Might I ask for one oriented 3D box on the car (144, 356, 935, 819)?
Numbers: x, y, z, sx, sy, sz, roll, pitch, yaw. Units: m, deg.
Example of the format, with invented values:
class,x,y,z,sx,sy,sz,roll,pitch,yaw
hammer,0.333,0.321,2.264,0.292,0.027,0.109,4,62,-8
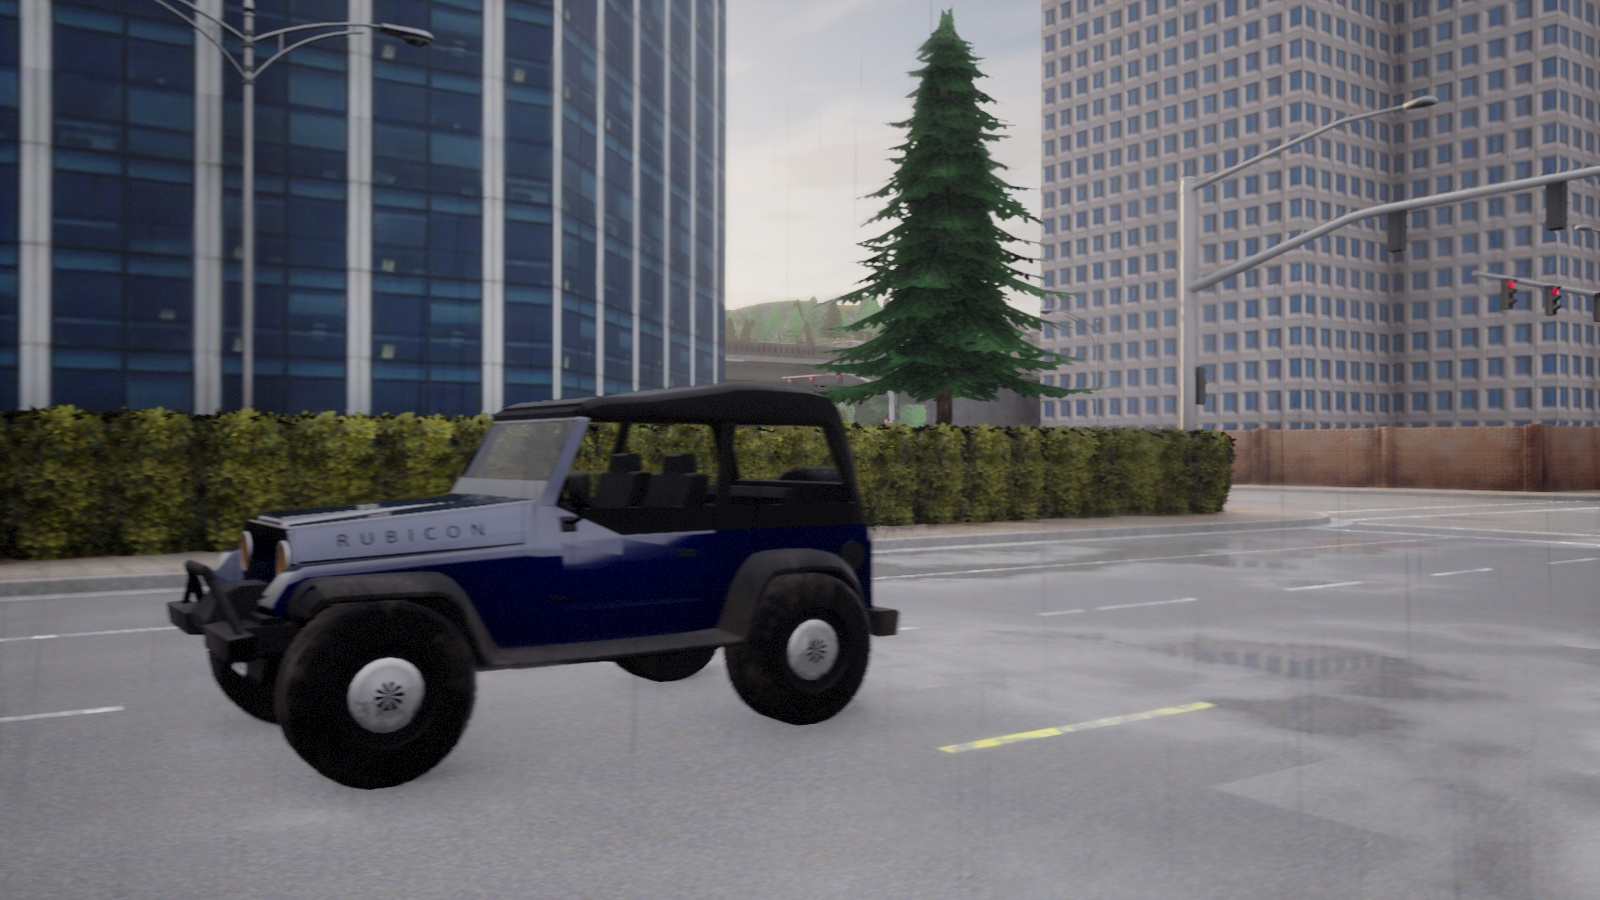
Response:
class,x,y,z,sx,sy,sz,roll,pitch,yaw
car,-1.348,0.561,6.986,3.866,1.878,1.905,0,0,-35
